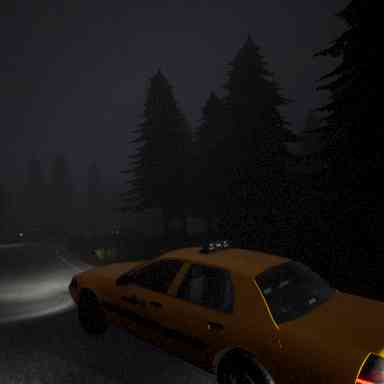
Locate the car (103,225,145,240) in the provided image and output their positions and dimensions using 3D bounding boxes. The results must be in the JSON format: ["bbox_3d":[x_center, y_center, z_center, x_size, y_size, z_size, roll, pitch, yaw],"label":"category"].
[{"bbox_3d":[-7.433,4.510,36.974,2.033,1.411,5.357,-4,-8,20],"label":"car"}]

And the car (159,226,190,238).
[{"bbox_3d":[-2.308,5.543,46.279,1.882,1.535,5.008,-5,-8,30],"label":"car"}]

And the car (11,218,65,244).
[{"bbox_3d":[-12.732,3.228,28.176,2.150,2.045,5.566,-4,-7,7],"label":"car"}]

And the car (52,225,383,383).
[{"bbox_3d":[0.125,1.441,4.751,5.366,1.575,1.801,0,1,43],"label":"car"}]
